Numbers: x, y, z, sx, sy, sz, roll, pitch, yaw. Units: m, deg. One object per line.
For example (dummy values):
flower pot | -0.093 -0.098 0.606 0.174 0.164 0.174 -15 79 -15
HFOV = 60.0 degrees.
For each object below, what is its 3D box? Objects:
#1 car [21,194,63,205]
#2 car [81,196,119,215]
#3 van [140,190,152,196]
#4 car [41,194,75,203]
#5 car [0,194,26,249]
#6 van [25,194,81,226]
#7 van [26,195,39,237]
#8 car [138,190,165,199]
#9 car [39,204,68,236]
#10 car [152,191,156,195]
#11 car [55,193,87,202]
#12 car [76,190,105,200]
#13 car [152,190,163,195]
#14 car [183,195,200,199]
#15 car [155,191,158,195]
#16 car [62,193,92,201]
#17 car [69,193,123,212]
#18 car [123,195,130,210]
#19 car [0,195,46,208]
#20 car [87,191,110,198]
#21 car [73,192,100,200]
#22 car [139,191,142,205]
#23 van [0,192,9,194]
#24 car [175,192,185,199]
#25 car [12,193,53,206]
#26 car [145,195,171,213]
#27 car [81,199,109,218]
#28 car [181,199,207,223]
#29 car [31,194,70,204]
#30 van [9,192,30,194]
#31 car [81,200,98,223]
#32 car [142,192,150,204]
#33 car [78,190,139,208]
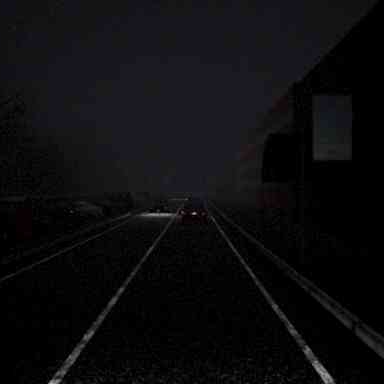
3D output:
car | -21.707 1.118 48.275 5.008 1.535 2.097 0 1 0
car | -9.232 1.394 28.633 5.008 1.535 2.097 0 1 0
van | -9.234 0.811 54.059 4.442 1.987 1.878 0 1 0
car | -21.714 1.067 54.047 4.792 1.488 2.163 0 1 0
car | -9.289 1.205 11.659 5.566 2.045 2.435 0 0 0
van | -9.395 1.257 20.015 4.442 1.987 1.878 0 0 0
van | -9.421 1.241 14.485 4.442 1.987 1.878 0 0 0
car | -8.995 0.498 73.836 5.566 2.045 2.435 0 1 0
car | -9.293 1.517 17.309 4.674 1.452 2.002 0 0 0
car | -9.074 1.027 56.887 4.792 1.488 2.163 0 1 0
car | -21.654 0.958 59.693 5.008 1.535 2.097 0 1 0
car | -21.582 0.544 70.859 5.566 2.045 2.435 0 1 0
car | -9.044 0.836 68.188 5.008 1.535 2.097 0 1 0
car | 0.289 1.286 42.854 2.033 1.411 5.357 0 1 1
car | -9.093 0.998 59.713 4.674 1.452 2.002 0 1 0
car | -21.641 0.919 62.517 4.892 1.521 2.231 0 1 0
car | -9.255 1.229 31.457 4.553 1.767 2.185 0 1 0
car | -9.213 1.355 34.284 4.674 1.452 2.002 0 1 0
car | -21.744 1.197 42.629 5.008 1.535 2.097 0 1 0
car | -21.520 0.573 76.640 4.553 1.767 2.185 0 0 0
car | -21.629 0.837 68.163 4.892 1.521 2.231 0 1 0
car | -9.202 1.070 42.758 4.553 1.767 2.185 0 1 0
van | -21.898 1.089 34.280 4.442 1.987 1.878 0 1 0
car | -2.659 0.796 75.843 1.837 1.490 4.892 0 1 1
car | -21.757 1.032 45.450 4.553 1.767 2.185 0 1 0
car | -3.224 1.388 34.647 2.033 1.411 5.357 0 1 0
car | -9.248 1.474 25.808 4.674 1.452 2.002 0 1 0
car | 0.165 1.484 24.858 2.033 1.411 5.357 0 1 0
car | -21.704 1.079 51.098 5.008 1.535 2.097 0 1 0
van | -21.868 1.009 39.930 4.442 1.987 1.878 0 1 0
car | -9.267 1.509 22.974 4.674 1.452 2.002 0 1 0
car | -8.971 1.153 45.584 5.366 1.575 1.946 0 1 0
car | -9.225 1.024 37.105 5.566 2.045 2.435 0 1 0
